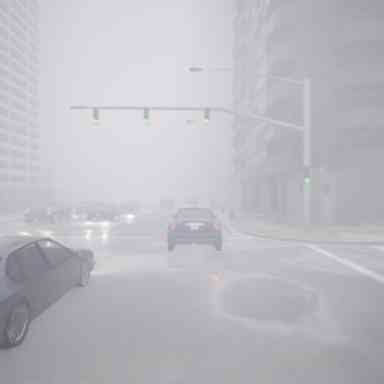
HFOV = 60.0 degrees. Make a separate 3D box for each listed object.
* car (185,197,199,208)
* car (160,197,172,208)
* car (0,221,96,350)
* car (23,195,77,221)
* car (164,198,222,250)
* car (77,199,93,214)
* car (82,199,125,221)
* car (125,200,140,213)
[{"bbox_3d":[0.010,1.516,49.451,1.994,1.385,4.181,0,0,0],"label":"car"},{"bbox_3d":[-3.467,1.431,47.909,1.882,1.535,5.008,0,0,0],"label":"car"},{"bbox_3d":[-3.400,1.542,6.162,2.033,1.411,5.357,0,0,0],"label":"car"},{"bbox_3d":[-10.596,1.328,24.766,2.097,1.767,4.553,0,0,0],"label":"car"},{"bbox_3d":[0.099,1.338,14.466,2.097,1.767,4.553,0,0,0],"label":"car"},{"bbox_3d":[-10.574,1.471,34.711,1.837,1.490,4.892,0,0,0],"label":"car"},{"bbox_3d":[-7.093,1.538,27.034,1.994,1.385,4.181,0,0,0],"label":"car"},{"bbox_3d":[-7.068,1.565,36.995,1.895,1.301,4.718,0,0,0],"label":"car"}]
